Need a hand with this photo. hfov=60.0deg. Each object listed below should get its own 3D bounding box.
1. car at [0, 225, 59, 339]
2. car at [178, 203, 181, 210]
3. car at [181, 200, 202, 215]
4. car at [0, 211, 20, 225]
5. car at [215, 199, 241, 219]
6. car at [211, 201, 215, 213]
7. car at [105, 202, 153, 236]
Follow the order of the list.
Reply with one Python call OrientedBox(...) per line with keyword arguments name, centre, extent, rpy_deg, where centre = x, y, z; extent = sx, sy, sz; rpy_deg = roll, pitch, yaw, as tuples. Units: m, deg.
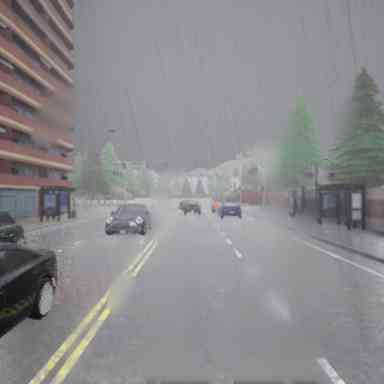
OrientedBox(name="car", centre=(-3.595, 1.511, 4.637), extent=(1.882, 1.535, 5.008), rpy_deg=(0, 0, 0))
OrientedBox(name="car", centre=(-0.760, 1.863, 47.157), extent=(2.033, 1.411, 5.357), rpy_deg=(0, 0, -9))
OrientedBox(name="car", centre=(0.027, 1.767, 37.484), extent=(1.837, 1.490, 4.892), rpy_deg=(0, 0, 0))
OrientedBox(name="car", centre=(-7.091, 1.423, 10.202), extent=(2.097, 1.767, 4.553), rpy_deg=(0, 0, 0))
OrientedBox(name="car", centre=(3.566, 1.703, 32.151), extent=(1.882, 1.535, 5.008), rpy_deg=(0, -1, 0))
OrientedBox(name="car", centre=(3.546, 1.646, 42.014), extent=(2.097, 1.767, 4.553), rpy_deg=(0, 0, 0))
OrientedBox(name="car", centre=(-3.555, 1.488, 19.455), extent=(2.097, 1.767, 4.553), rpy_deg=(0, 0, 0))
